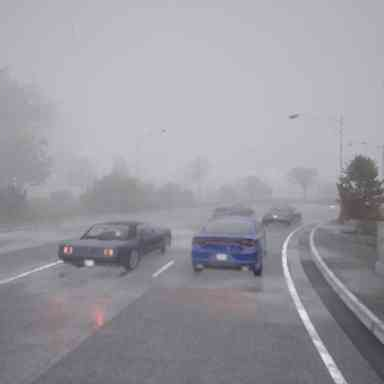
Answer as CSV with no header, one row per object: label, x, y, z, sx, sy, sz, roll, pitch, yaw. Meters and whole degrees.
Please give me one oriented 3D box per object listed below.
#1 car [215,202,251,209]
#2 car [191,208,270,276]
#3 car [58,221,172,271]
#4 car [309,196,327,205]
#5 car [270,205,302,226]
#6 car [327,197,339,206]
car,3.193,1.507,25.074,1.837,1.490,4.892,1,1,30
car,1.357,1.487,10.642,1.882,1.535,5.008,0,-1,15
car,-2.166,1.594,10.973,1.895,1.301,4.718,0,0,14
car,21.729,1.452,56.608,4.892,1.490,1.837,-1,1,-42
car,6.548,1.602,23.902,1.994,1.385,4.181,1,0,30
car,24.421,1.565,54.337,4.181,1.385,1.994,-1,1,-42
